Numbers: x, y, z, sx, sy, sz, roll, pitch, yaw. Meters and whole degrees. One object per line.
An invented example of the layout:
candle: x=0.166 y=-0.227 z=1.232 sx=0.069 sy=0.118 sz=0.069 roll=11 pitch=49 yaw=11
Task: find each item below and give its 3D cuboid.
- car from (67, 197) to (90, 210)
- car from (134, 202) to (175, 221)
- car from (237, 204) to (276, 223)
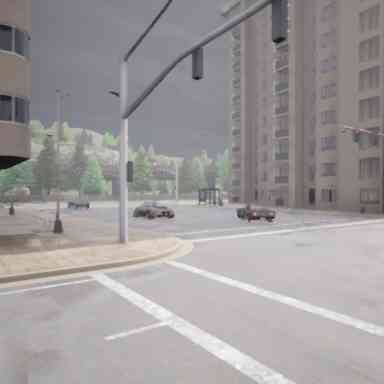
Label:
car: x=-15.110 y=1.505 z=44.176 sx=1.837 sy=1.490 sz=4.892 roll=0 pitch=0 yaw=-36
car: x=-3.199 y=1.554 z=27.669 sx=1.994 sy=1.385 sz=4.181 roll=0 pitch=0 yaw=-36
car: x=4.802 y=1.595 z=25.597 sx=1.895 sy=1.301 sz=4.718 roll=0 pitch=0 yaw=-6
